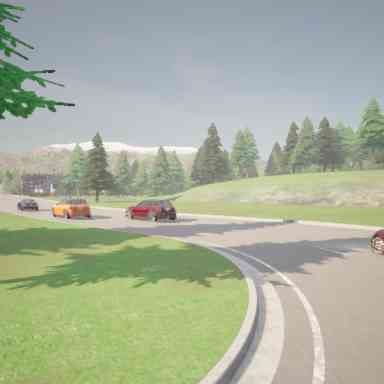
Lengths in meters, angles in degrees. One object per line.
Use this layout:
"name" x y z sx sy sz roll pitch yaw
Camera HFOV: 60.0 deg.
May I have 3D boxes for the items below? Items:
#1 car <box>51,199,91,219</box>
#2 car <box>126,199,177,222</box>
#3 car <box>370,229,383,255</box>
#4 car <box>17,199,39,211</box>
"car" -10.652 1.355 29.175 2.097 1.767 4.553 0 0 -41
"car" -3.302 1.352 26.387 2.097 1.767 4.553 0 0 -44
"car" 7.595 1.525 10.313 1.812 1.442 4.674 1 0 -4
"car" -19.924 1.548 40.348 2.033 1.411 5.357 0 0 -34
